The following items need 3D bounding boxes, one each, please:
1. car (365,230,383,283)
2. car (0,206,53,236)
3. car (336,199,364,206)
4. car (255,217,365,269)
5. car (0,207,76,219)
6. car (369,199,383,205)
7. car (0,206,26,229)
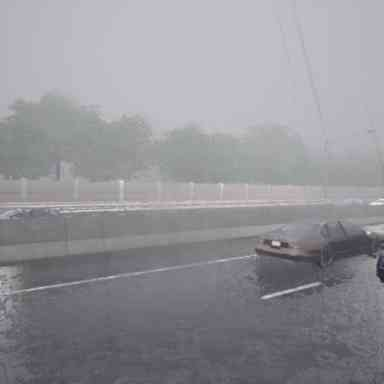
[{"bbox_3d":[6.489,1.593,8.373,4.181,1.385,1.994,0,0,-35],"label":"car"},{"bbox_3d":[-10.109,1.571,18.277,4.181,1.385,1.994,0,0,-35],"label":"car"},{"bbox_3d":[21.437,1.651,45.040,4.674,1.442,1.812,0,0,-35],"label":"car"},{"bbox_3d":[4.526,1.577,11.272,5.357,1.411,2.033,0,0,-35],"label":"car"},{"bbox_3d":[-7.911,1.512,15.547,4.892,1.490,1.837,0,0,-35],"label":"car"},{"bbox_3d":[24.716,1.656,43.074,4.674,1.442,1.812,1,0,-35],"label":"car"},{"bbox_3d":[-12.999,1.605,20.516,4.718,1.301,1.895,0,0,-35],"label":"car"}]
